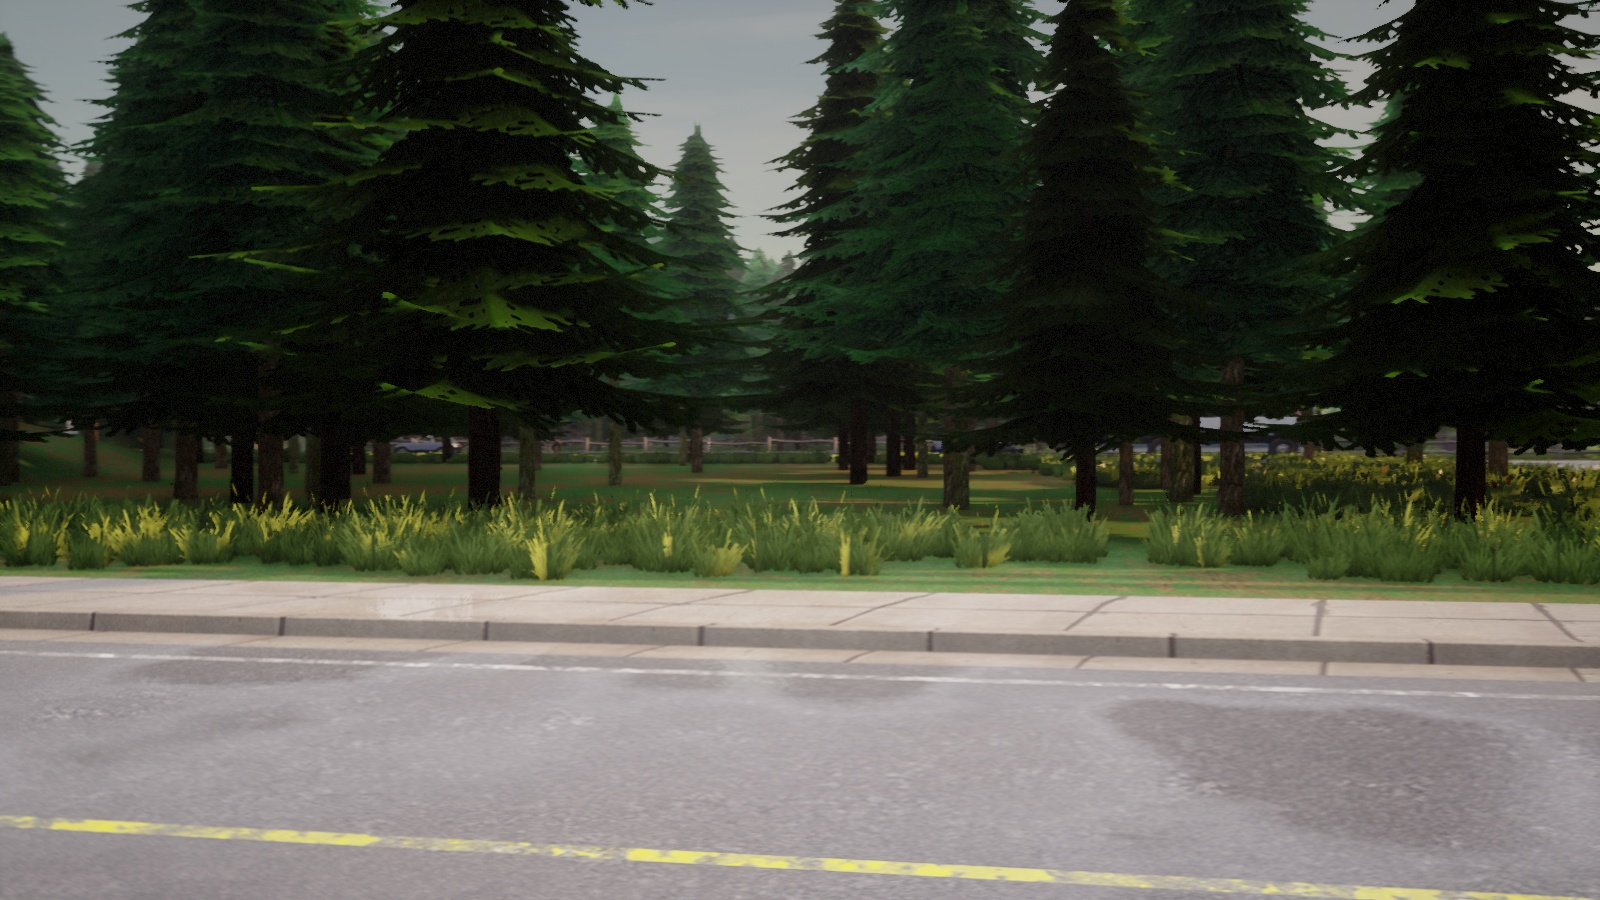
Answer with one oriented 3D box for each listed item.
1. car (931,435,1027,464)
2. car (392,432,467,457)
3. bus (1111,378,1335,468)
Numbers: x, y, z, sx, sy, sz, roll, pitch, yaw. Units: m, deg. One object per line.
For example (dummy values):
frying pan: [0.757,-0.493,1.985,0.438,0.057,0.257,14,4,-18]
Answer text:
car: [9.342,-0.049,65.469,4.792,1.488,2.163,0,1,12]
car: [-22.244,-0.355,75.476,3.806,1.475,1.970,0,1,10]
bus: [20.882,-1.339,62.828,10.273,4.253,3.944,0,1,13]
